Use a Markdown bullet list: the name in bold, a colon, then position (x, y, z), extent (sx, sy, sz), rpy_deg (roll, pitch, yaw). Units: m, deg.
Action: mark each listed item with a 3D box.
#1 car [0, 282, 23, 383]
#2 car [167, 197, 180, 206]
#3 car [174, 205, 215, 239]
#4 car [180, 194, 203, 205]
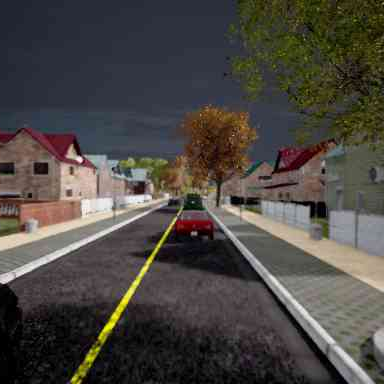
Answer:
- **car**: position (-2.851, 1.491, 1.857), extent (2.128, 1.511, 4.902), rpy_deg (0, 0, 0)
- **car**: position (-2.774, 1.523, 51.873), extent (1.994, 1.385, 4.181), rpy_deg (0, 0, 1)
- **car**: position (0.095, 1.590, 17.166), extent (1.895, 1.301, 4.718), rpy_deg (0, 0, 0)
- **car**: position (0.091, 1.193, 38.220), extent (2.150, 2.045, 5.566), rpy_deg (0, 0, 0)
